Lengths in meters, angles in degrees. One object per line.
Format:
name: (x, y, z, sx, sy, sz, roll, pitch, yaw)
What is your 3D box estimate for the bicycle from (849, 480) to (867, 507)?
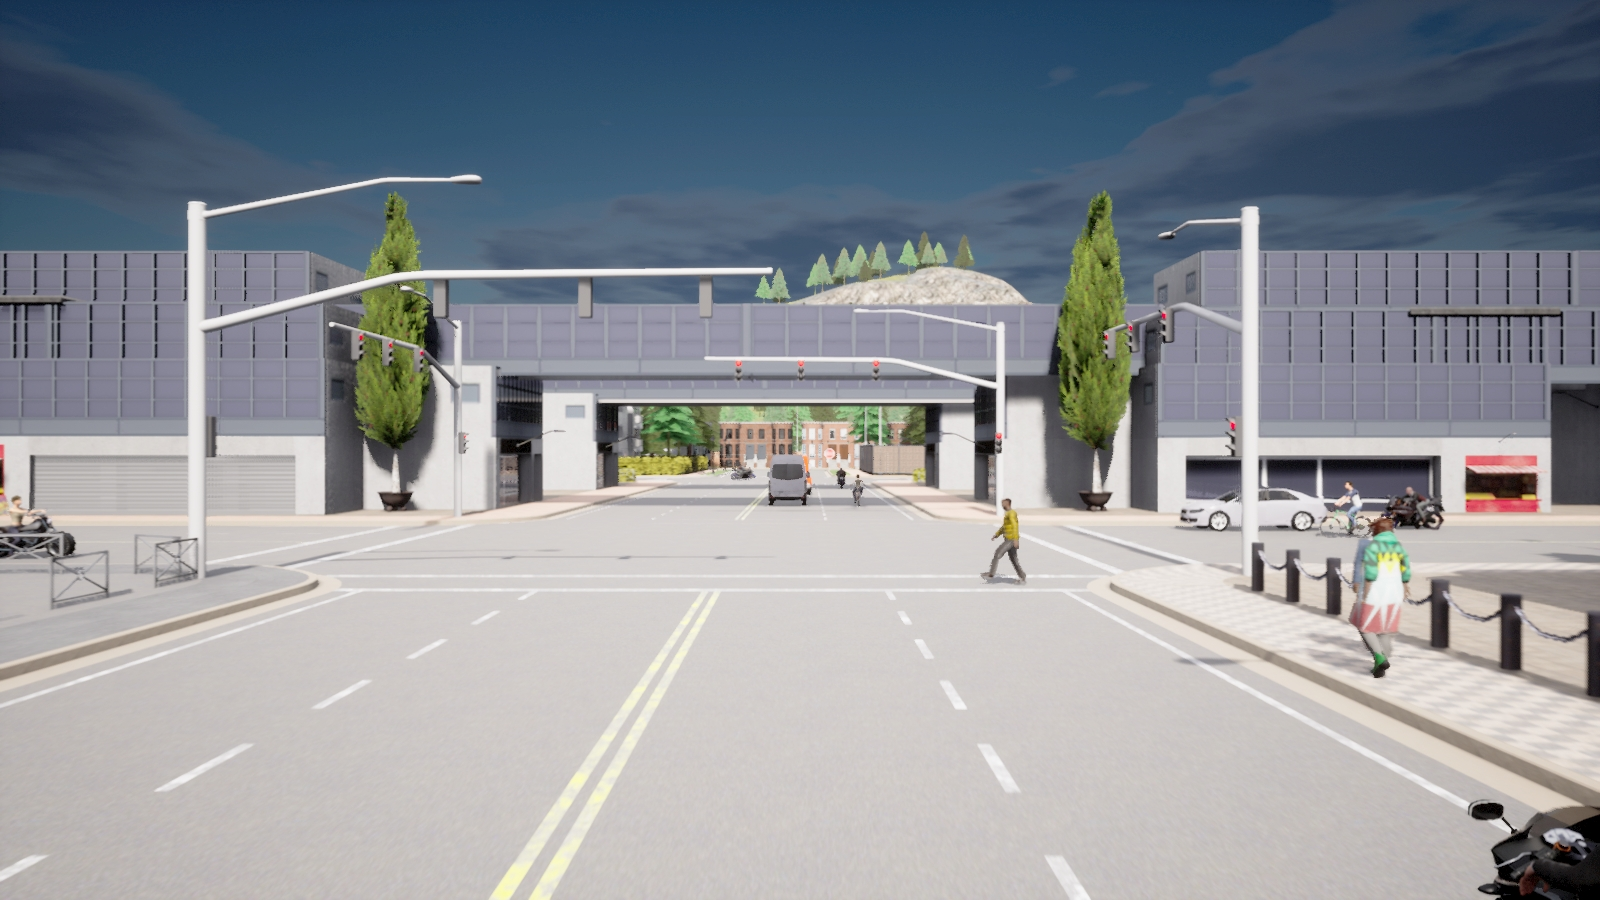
bicycle: (2.889, 2.158, 57.075, 0.859, 1.276, 1.487, 0, 0, 0)

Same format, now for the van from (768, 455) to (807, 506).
van: (-0.610, 1.535, 60.132, 1.988, 2.561, 5.915, 0, 0, 0)

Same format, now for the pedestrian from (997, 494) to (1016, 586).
pedestrian: (4.271, 1.849, 23.641, 0.375, 1.860, 0.375, 0, 0, 9)

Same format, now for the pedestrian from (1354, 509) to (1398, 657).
pedestrian: (7.420, 1.700, 14.726, 0.375, 1.860, 0.375, 0, 0, 2)

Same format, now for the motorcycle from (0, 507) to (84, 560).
motorcycle: (-19.889, 2.155, 29.503, 2.356, 1.307, 0.764, 0, 0, 1)

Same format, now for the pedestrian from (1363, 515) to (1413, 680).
pedestrian: (6.811, 1.697, 13.252, 0.375, 1.860, 0.375, 0, 0, -5)

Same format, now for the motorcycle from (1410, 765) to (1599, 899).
motorcycle: (3.499, 2.205, 4.632, 0.867, 1.251, 2.209, 0, 0, 0)

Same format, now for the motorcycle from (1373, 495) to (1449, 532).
motorcycle: (21.410, 2.205, 40.045, 2.209, 1.251, 0.867, 0, 0, 0)

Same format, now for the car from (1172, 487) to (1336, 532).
car: (15.836, 2.061, 40.051, 4.892, 1.480, 2.231, 0, 0, 0)
